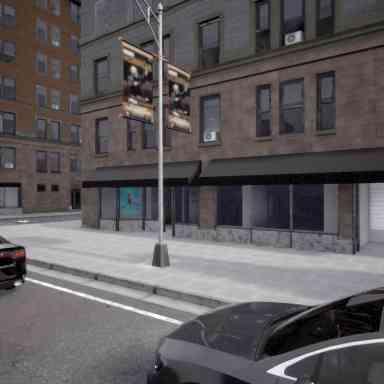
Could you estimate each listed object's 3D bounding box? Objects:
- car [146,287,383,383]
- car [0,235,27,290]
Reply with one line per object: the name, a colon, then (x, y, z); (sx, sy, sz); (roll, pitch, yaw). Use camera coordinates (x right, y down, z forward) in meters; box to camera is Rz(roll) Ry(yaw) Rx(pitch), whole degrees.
car: (1.823, 1.505, 2.388); (4.892, 1.490, 1.837); (0, 0, 35)
car: (-5.911, 1.478, 7.878); (5.008, 1.535, 1.882); (0, 0, 35)
